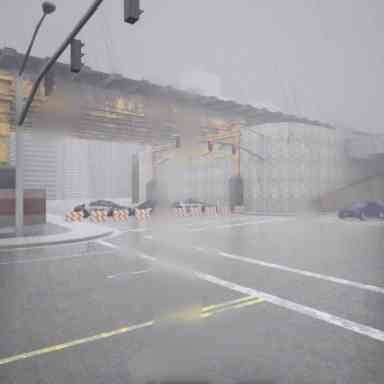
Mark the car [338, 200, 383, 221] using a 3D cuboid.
[{"bbox_3d":[14.055,1.478,27.567,5.008,1.535,1.882,0,0,-37],"label":"car"}]

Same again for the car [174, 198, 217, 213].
[{"bbox_3d":[0.091,1.295,35.267,4.536,1.218,1.853,0,0,-7],"label":"car"}]

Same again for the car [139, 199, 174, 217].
[{"bbox_3d":[-3.766,1.453,31.511,2.038,1.542,4.974,0,0,18],"label":"car"}]

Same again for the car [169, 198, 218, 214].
[{"bbox_3d":[0.142,1.453,35.273,4.974,1.542,2.038,0,0,-7],"label":"car"}]

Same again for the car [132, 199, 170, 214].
[{"bbox_3d":[-3.750,1.295,31.561,1.853,1.218,4.536,0,0,18],"label":"car"}]

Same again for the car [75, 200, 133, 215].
[{"bbox_3d":[-7.560,1.295,28.831,4.536,1.218,1.853,0,0,8],"label":"car"}]

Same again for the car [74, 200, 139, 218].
[{"bbox_3d":[-7.509,1.453,28.824,4.974,1.542,2.038,0,0,8],"label":"car"}]
